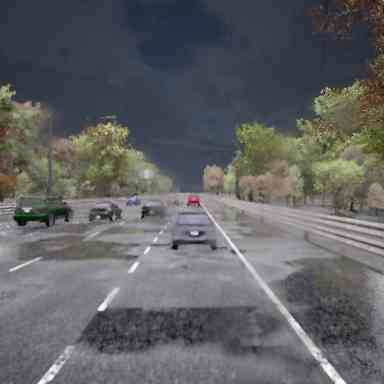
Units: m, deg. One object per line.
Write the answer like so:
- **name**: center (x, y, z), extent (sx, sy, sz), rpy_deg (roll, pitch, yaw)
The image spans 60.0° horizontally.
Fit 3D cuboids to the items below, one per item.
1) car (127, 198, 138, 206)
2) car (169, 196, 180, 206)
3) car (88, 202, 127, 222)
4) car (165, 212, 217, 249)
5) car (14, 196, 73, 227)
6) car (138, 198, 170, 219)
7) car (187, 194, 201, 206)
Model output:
- **car**: center (-10.204, 1.703, 58.056), extent (1.812, 1.442, 4.674), rpy_deg (0, 0, 0)
- **car**: center (-3.211, 1.524, 56.691), extent (2.097, 1.767, 4.553), rpy_deg (0, 0, -1)
- **car**: center (-6.880, 1.585, 26.857), extent (1.837, 1.490, 4.892), rpy_deg (0, 0, 0)
- **car**: center (0.096, 1.591, 14.857), extent (2.033, 1.411, 5.357), rpy_deg (0, 0, 0)
- **car**: center (-10.389, 1.292, 23.638), extent (2.150, 2.045, 5.566), rpy_deg (0, 0, 0)
- **car**: center (-3.370, 1.567, 30.211), extent (1.882, 1.535, 5.008), rpy_deg (0, 0, 0)
- **car**: center (0.300, 1.398, 57.865), extent (2.150, 2.045, 5.566), rpy_deg (0, 0, 0)
